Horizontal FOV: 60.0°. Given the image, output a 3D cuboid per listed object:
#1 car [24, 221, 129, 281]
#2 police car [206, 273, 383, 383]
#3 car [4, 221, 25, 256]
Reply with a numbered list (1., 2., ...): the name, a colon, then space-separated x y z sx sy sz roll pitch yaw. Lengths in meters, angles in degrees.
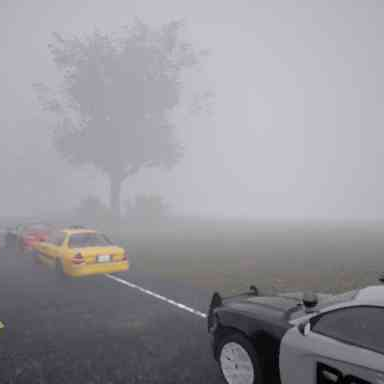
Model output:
1. car: -4.041 1.896 11.338 1.801 1.575 5.366 3 -3 -38
2. police car: 2.188 1.642 3.416 1.930 1.638 5.238 3 -3 -38
3. car: -7.633 2.094 15.902 1.812 1.442 4.674 3 -3 -38
